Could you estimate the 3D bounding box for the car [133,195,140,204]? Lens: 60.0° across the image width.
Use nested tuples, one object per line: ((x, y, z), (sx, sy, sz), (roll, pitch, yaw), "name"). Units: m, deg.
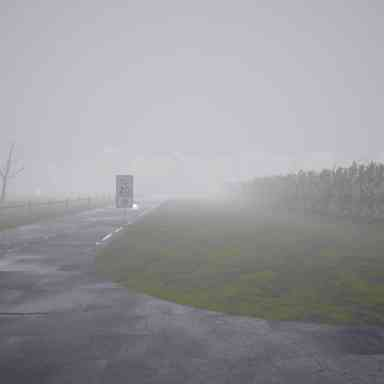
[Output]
((-9.423, 1.145, 52.368), (1.895, 1.301, 4.718), (1, 0, -2), "car")
